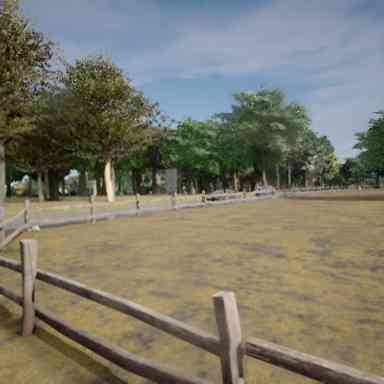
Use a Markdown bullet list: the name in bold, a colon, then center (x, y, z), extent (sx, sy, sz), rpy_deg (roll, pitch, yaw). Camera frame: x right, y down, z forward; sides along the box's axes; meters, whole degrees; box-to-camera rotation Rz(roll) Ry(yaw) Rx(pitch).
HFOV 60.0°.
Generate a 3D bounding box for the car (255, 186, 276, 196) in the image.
- **car**: center (12.059, -0.244, 54.908), extent (2.097, 1.767, 4.553), rpy_deg (-3, 0, 35)

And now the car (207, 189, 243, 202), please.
- **car**: center (3.725, 0.381, 37.098), extent (2.033, 1.411, 5.357), rpy_deg (-3, 0, 35)
